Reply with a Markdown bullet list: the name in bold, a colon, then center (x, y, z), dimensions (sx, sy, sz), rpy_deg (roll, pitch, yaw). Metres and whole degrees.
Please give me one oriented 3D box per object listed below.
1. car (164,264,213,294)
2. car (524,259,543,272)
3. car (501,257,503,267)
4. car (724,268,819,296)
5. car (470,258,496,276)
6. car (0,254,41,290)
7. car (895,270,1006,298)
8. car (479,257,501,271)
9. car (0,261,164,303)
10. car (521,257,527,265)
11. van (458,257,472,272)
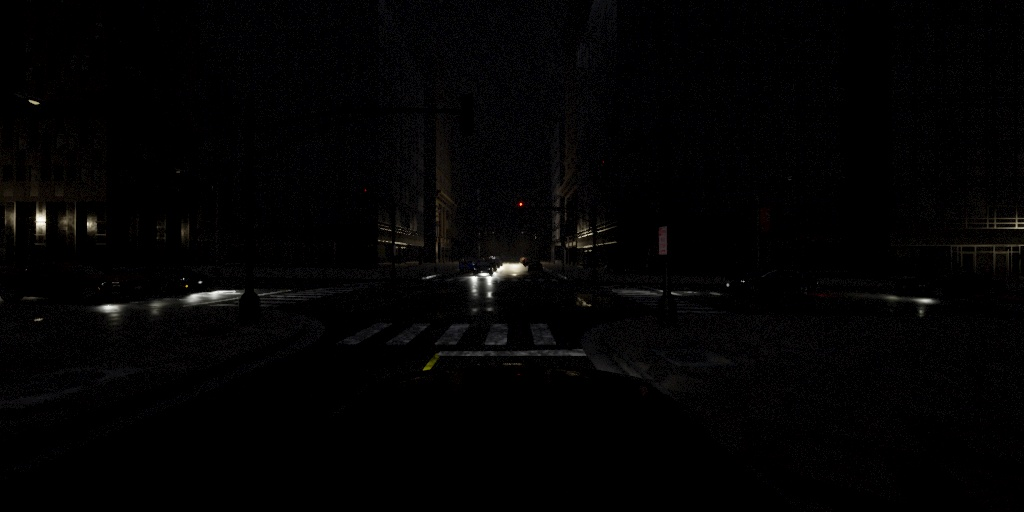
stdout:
- **car**: center (-17.419, 1.093, 17.747), dimensions (4.181, 1.385, 1.994), rpy_deg (1, 0, 0)
- **car**: center (2.880, 1.280, 45.025), dimensions (1.948, 1.339, 4.313), rpy_deg (0, 0, 0)
- **car**: center (-2.795, 1.222, 56.182), dimensions (1.812, 1.442, 4.674), rpy_deg (0, 0, 0)
- **car**: center (15.098, 1.466, 21.024), dimensions (4.902, 1.511, 2.128), rpy_deg (1, 0, -1)
- **car**: center (-2.930, 1.250, 37.164), dimensions (1.812, 1.442, 4.674), rpy_deg (0, 0, 0)
- **car**: center (-27.028, 0.758, 17.804), dimensions (4.553, 1.767, 2.097), rpy_deg (1, 0, 0)
- **car**: center (25.485, 1.591, 20.956), dimensions (5.008, 1.535, 1.882), rpy_deg (1, 0, 0)
- **car**: center (-2.875, 1.204, 46.282), dimensions (2.128, 1.511, 4.902), rpy_deg (0, 0, 0)
- **car**: center (-17.610, 0.993, 14.498), dimensions (5.008, 1.535, 1.882), rpy_deg (1, 0, 0)
- **car**: center (2.989, 1.266, 61.973), dimensions (1.802, 1.307, 4.207), rpy_deg (0, 0, 0)
- **van**: center (-5.645, 1.055, 45.079), dimensions (1.690, 1.789, 3.998), rpy_deg (0, 0, 0)
